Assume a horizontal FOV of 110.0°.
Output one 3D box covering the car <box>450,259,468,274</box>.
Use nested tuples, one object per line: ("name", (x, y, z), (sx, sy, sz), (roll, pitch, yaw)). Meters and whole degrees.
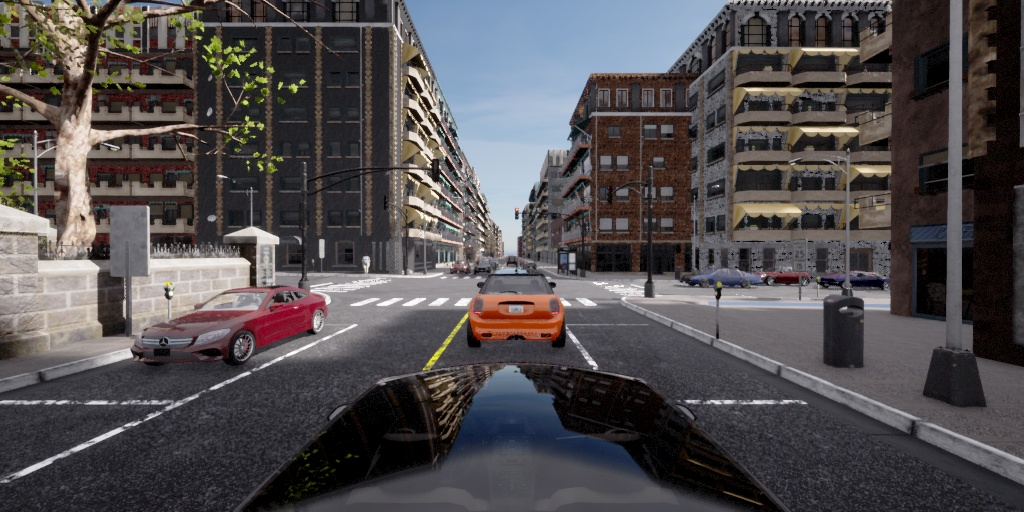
("car", (-5.740, 1.187, 40.339), (1.967, 1.591, 4.097), (0, 0, 0))

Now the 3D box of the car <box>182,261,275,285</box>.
("car", (-17.675, 1.034, 22.524), (4.181, 1.385, 1.994), (1, 0, -1))

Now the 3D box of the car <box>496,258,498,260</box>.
("car", (-3.138, 1.312, 49.405), (1.994, 1.385, 4.181), (0, 0, 2))

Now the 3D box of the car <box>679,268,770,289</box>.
("car", (15.217, 1.584, 26.167), (5.357, 1.411, 2.033), (1, 0, -1))

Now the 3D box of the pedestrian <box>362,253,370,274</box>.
("pedestrian", (-12.751, 0.651, 31.322), (0.375, 1.860, 0.375), (0, -1, -1))

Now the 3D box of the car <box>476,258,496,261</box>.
("car", (-3.150, 1.252, 39.747), (1.837, 1.490, 4.892), (0, 0, 0))

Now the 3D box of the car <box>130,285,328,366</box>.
("car", (-5.696, 1.331, 7.928), (1.802, 1.307, 4.207), (0, 0, 0))

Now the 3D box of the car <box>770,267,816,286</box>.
("car", (21.345, 1.571, 28.812), (4.097, 1.591, 1.967), (0, 0, -1))

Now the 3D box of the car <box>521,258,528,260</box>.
("car", (2.625, 1.298, 51.622), (2.007, 1.370, 4.403), (0, 0, 0))

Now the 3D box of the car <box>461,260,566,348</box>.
("car", (0.118, 1.101, 9.438), (2.097, 1.767, 4.553), (0, 0, 1))

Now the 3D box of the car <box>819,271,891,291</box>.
("car", (25.250, 1.815, 26.299), (4.718, 1.301, 1.895), (1, 0, -1))
